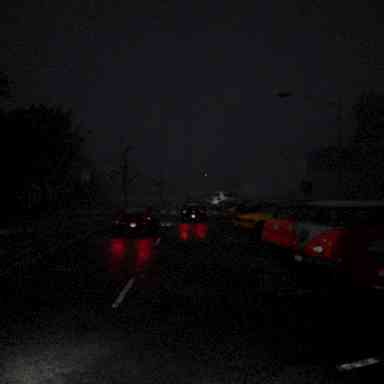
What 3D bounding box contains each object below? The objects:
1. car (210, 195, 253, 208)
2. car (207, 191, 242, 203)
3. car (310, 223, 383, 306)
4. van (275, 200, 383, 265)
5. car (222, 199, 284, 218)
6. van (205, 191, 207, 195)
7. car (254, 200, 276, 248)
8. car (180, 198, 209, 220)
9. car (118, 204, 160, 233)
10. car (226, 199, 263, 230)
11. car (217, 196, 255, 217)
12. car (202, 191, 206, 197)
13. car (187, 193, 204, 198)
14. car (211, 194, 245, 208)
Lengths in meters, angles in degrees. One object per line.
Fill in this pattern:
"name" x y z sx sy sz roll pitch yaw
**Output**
"car" 5.069 1.222 42.606 5.008 1.535 2.097 1 0 -20
"car" 5.093 0.983 39.641 5.566 2.045 2.435 1 0 -20
"car" 5.064 1.514 6.816 4.674 1.452 2.002 1 0 -20
"van" 4.963 1.234 9.747 4.442 1.987 1.878 1 1 -20
"car" 5.061 1.349 27.701 4.674 1.452 2.002 1 0 -20
"van" 4.956 0.961 54.495 4.442 1.987 1.878 1 0 -20
"car" 5.040 1.313 12.775 4.553 1.767 2.185 1 0 -20
"car" 0.096 1.431 26.068 1.895 1.301 4.718 0 0 0
"car" -2.903 1.422 18.694 1.812 1.442 4.674 0 1 0
"car" 4.893 1.384 18.686 5.366 1.575 1.946 1 1 -20
"car" 4.893 1.328 24.652 5.366 1.575 1.946 1 1 -20
"car" 4.889 1.176 57.455 5.366 1.575 1.946 1 0 -20
"car" 0.093 1.222 42.764 2.128 1.511 4.902 0 0 0
"car" 5.074 1.252 36.641 4.892 1.521 2.231 1 1 -20
